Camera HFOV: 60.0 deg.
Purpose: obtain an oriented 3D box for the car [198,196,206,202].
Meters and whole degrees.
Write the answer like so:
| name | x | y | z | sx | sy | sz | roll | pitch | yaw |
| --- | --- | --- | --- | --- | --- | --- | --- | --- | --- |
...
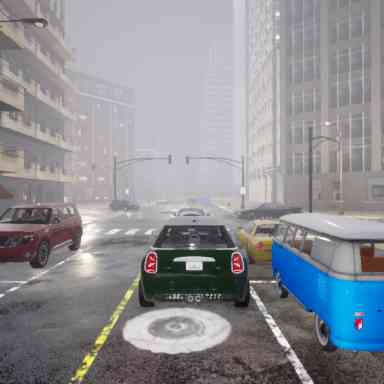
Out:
| name | x | y | z | sx | sy | sz | roll | pitch | yaw |
| --- | --- | --- | --- | --- | --- | --- | --- | --- | --- |
| car | 2.428 | 1.704 | 82.640 | 1.887 | 1.381 | 4.507 | 0 | 0 | 0 |

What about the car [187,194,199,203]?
| name | x | y | z | sx | sy | sz | roll | pitch | yaw |
| --- | --- | --- | --- | --- | --- | --- | --- | --- | --- |
| car | -0.055 | 1.601 | 72.307 | 1.882 | 1.535 | 5.008 | 0 | 0 | 0 |

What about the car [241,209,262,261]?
| name | x | y | z | sx | sy | sz | roll | pitch | yaw |
| --- | --- | --- | --- | --- | --- | --- | --- | --- | --- |
| car | 2.550 | 1.531 | 11.606 | 1.752 | 1.417 | 4.829 | 0 | 0 | 0 |

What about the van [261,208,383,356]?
| name | x | y | z | sx | sy | sz | roll | pitch | yaw |
| --- | --- | --- | --- | --- | --- | --- | --- | --- | --- |
| van | 2.561 | 1.343 | 5.900 | 1.690 | 1.788 | 3.998 | 0 | 0 | 0 |

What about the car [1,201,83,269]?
| name | x | y | z | sx | sy | sz | roll | pitch | yaw |
| --- | --- | --- | --- | --- | --- | --- | --- | --- | --- |
| car | -5.328 | 1.321 | 11.416 | 2.192 | 1.841 | 5.009 | 0 | 0 | 0 |

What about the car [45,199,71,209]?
| name | x | y | z | sx | sy | sz | roll | pitch | yaw |
| --- | --- | --- | --- | --- | --- | --- | --- | --- | --- |
| car | -20.290 | 1.778 | 50.250 | 4.181 | 1.385 | 1.994 | -1 | -1 | 40 |

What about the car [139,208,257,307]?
| name | x | y | z | sx | sy | sz | roll | pitch | yaw |
| --- | --- | --- | --- | --- | --- | --- | --- | --- | --- |
| car | 0.050 | 1.355 | 8.120 | 2.097 | 1.767 | 4.553 | 0 | 0 | 0 |

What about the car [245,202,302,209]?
| name | x | y | z | sx | sy | sz | roll | pitch | yaw |
| --- | --- | --- | --- | --- | --- | --- | --- | --- | --- |
| car | 5.926 | 1.491 | 25.843 | 5.357 | 1.411 | 2.033 | -1 | 0 | -7 |

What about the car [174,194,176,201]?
| name | x | y | z | sx | sy | sz | roll | pitch | yaw |
| --- | --- | --- | --- | --- | --- | --- | --- | --- | --- |
| car | -5.443 | 1.705 | 77.075 | 1.947 | 1.339 | 4.313 | 0 | 0 | 0 |

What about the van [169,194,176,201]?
| name | x | y | z | sx | sy | sz | roll | pitch | yaw |
| --- | --- | --- | --- | --- | --- | --- | --- | --- | --- |
| van | -5.470 | 1.542 | 93.731 | 1.690 | 1.788 | 3.998 | 0 | 0 | 0 |

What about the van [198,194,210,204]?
| name | x | y | z | sx | sy | sz | roll | pitch | yaw |
| --- | --- | --- | --- | --- | --- | --- | --- | --- | --- |
| van | 2.467 | 1.429 | 60.431 | 1.690 | 1.788 | 3.998 | 0 | 0 | 0 |

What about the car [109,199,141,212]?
| name | x | y | z | sx | sy | sz | roll | pitch | yaw |
| --- | --- | --- | --- | --- | --- | --- | --- | --- | --- |
| car | -8.042 | 1.578 | 39.449 | 4.892 | 1.490 | 1.837 | -1 | -1 | 45 |

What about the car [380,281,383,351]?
| name | x | y | z | sx | sy | sz | roll | pitch | yaw |
| --- | --- | --- | --- | --- | --- | --- | --- | --- | --- |
| car | 2.569 | 1.526 | 0.536 | 1.752 | 1.417 | 4.829 | 0 | 0 | 0 |

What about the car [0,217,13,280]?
| name | x | y | z | sx | sy | sz | roll | pitch | yaw |
| --- | --- | --- | --- | --- | --- | --- | --- | --- | --- |
| car | -5.319 | 1.442 | 5.880 | 1.967 | 1.590 | 4.097 | 0 | 0 | 0 |

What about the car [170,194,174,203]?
| name | x | y | z | sx | sy | sz | roll | pitch | yaw |
| --- | --- | --- | --- | --- | --- | --- | --- | --- | --- |
| car | -5.433 | 1.561 | 71.523 | 1.967 | 1.590 | 4.097 | 0 | 0 | 0 |

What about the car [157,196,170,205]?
| name | x | y | z | sx | sy | sz | roll | pitch | yaw |
| --- | --- | --- | --- | --- | --- | --- | --- | --- | --- |
| car | -5.413 | 1.613 | 60.247 | 1.752 | 1.417 | 4.829 | 0 | 0 | 0 |

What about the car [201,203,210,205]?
| name | x | y | z | sx | sy | sz | roll | pitch | yaw |
| --- | --- | --- | --- | --- | --- | --- | --- | --- | --- |
| car | -0.029 | 1.536 | 17.164 | 1.812 | 1.442 | 4.674 | 0 | 0 | 0 |
